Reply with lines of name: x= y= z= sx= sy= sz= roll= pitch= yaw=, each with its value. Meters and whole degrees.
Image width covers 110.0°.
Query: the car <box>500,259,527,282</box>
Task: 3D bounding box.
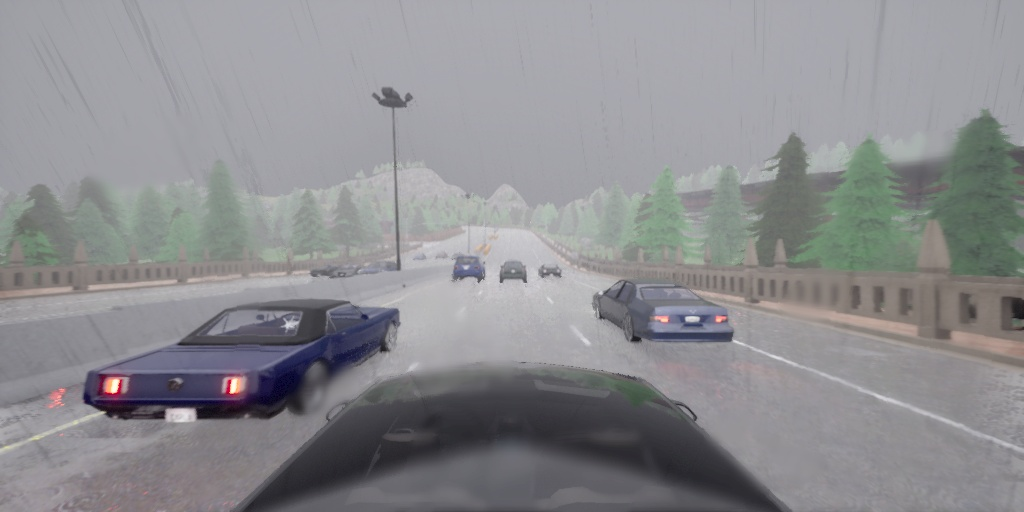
car: x=0.092 y=1.169 z=29.329 sx=2.097 sy=1.767 sz=4.553 roll=0 pitch=0 yaw=0

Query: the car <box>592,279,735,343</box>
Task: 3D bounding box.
car: x=3.597 y=1.318 z=9.671 sx=2.033 sy=1.411 sz=5.357 roll=0 pitch=0 yaw=0

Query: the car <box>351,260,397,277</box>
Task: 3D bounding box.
car: x=-10.600 y=1.166 z=28.693 sx=2.097 sy=1.767 sz=4.553 roll=0 pitch=0 yaw=0

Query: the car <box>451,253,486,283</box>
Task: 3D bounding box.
car: x=-3.408 y=1.034 z=29.252 sx=2.150 sy=2.045 sz=5.566 roll=0 pitch=-1 yaw=0

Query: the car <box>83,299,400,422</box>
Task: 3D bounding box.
car: x=-3.401 y=1.360 z=5.913 sx=1.895 sy=1.301 sz=4.718 roll=0 pitch=0 yaw=0

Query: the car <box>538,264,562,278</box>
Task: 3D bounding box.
car: x=3.590 y=1.429 z=34.791 sx=1.895 sy=1.301 sz=4.718 roll=0 pitch=0 yaw=0

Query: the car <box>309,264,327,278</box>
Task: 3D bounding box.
car: x=-17.600 y=1.429 z=34.898 sx=1.895 sy=1.301 sz=4.718 roll=0 pitch=0 yaw=0

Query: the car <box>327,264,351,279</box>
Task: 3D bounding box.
car: x=-14.100 y=1.385 z=31.716 sx=1.994 sy=1.385 sz=4.181 roll=0 pitch=0 yaw=0
